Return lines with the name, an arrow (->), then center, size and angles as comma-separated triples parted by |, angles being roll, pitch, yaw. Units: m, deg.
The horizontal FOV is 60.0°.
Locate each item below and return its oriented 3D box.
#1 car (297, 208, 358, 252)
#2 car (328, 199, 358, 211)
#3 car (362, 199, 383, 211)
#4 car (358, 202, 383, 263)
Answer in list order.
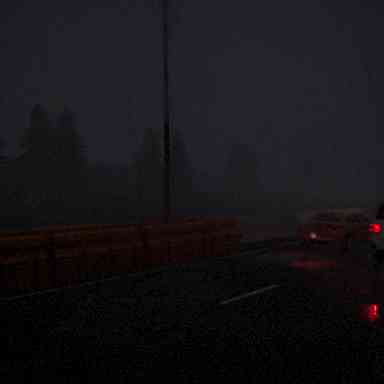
car -> 6.532, 1.561, 14.456 | 5.008, 1.535, 1.882 | 1, -2, -42
car -> 21.185, 1.744, 46.589 | 4.902, 1.511, 2.128 | 0, -1, -43
car -> 25.370, 1.687, 45.689 | 4.902, 1.511, 2.128 | 0, -1, -44
car -> 7.982, 1.249, 11.091 | 5.566, 2.045, 2.150 | 0, -1, -39
